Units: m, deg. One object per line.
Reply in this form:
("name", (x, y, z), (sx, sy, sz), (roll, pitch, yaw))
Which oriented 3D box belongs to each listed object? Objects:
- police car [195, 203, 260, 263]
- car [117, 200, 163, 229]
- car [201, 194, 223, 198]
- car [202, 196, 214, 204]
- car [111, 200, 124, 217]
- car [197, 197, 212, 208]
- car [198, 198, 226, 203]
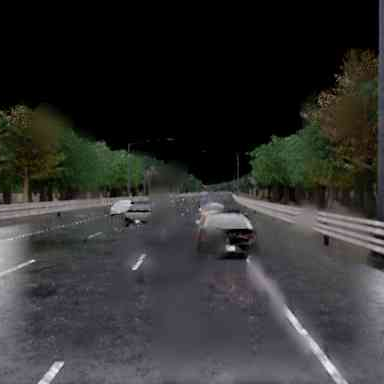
("police car", (1.167, 1.413, 12.131), (1.930, 1.638, 5.238), (0, 0, 1))
("car", (-3.019, 1.469, 21.492), (2.128, 1.511, 4.902), (0, 0, 2))
("car", (1.667, 1.196, 27.797), (2.150, 2.045, 5.566), (0, 0, 3))
("car", (3.031, 1.475, 62.280), (1.812, 1.442, 4.674), (0, 0, 6))
("car", (-6.137, 1.494, 30.809), (1.812, 1.442, 4.674), (0, 0, 3))
("car", (1.883, 1.483, 48.718), (1.812, 1.442, 4.674), (0, 0, 5))
("car", (1.438, 1.433, 22.054), (1.801, 1.575, 5.366), (0, 0, 2))
